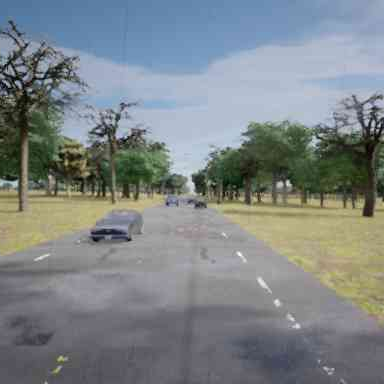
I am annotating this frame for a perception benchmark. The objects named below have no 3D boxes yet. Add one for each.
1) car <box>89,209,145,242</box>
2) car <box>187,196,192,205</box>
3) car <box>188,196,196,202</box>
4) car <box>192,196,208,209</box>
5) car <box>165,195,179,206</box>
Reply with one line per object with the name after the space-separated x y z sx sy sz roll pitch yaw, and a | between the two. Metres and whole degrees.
-3.595 1.610 16.979 2.033 1.411 5.357 0 0 0 | car
0.016 1.772 66.467 1.837 1.490 4.892 0 0 0 | car
0.020 1.734 83.661 1.812 1.442 4.674 0 0 0 | car
1.236 1.705 49.470 1.837 1.490 4.892 0 0 0 | car
-3.522 1.468 59.406 2.150 2.045 5.566 0 0 1 | car
